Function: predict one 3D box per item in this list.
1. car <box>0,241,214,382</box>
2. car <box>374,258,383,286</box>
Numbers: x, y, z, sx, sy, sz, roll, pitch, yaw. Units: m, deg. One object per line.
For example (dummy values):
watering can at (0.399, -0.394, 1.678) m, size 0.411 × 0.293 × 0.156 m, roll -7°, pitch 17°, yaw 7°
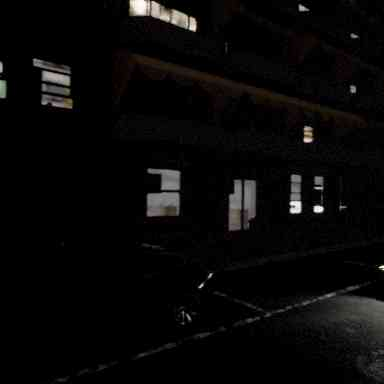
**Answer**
car at (-1.597, 1.566, 5.408) m, size 4.313 × 1.339 × 1.947 m, roll 0°, pitch 1°, yaw -35°
car at (6.588, 1.547, 8.079) m, size 5.357 × 1.411 × 2.033 m, roll 0°, pitch 0°, yaw -36°
